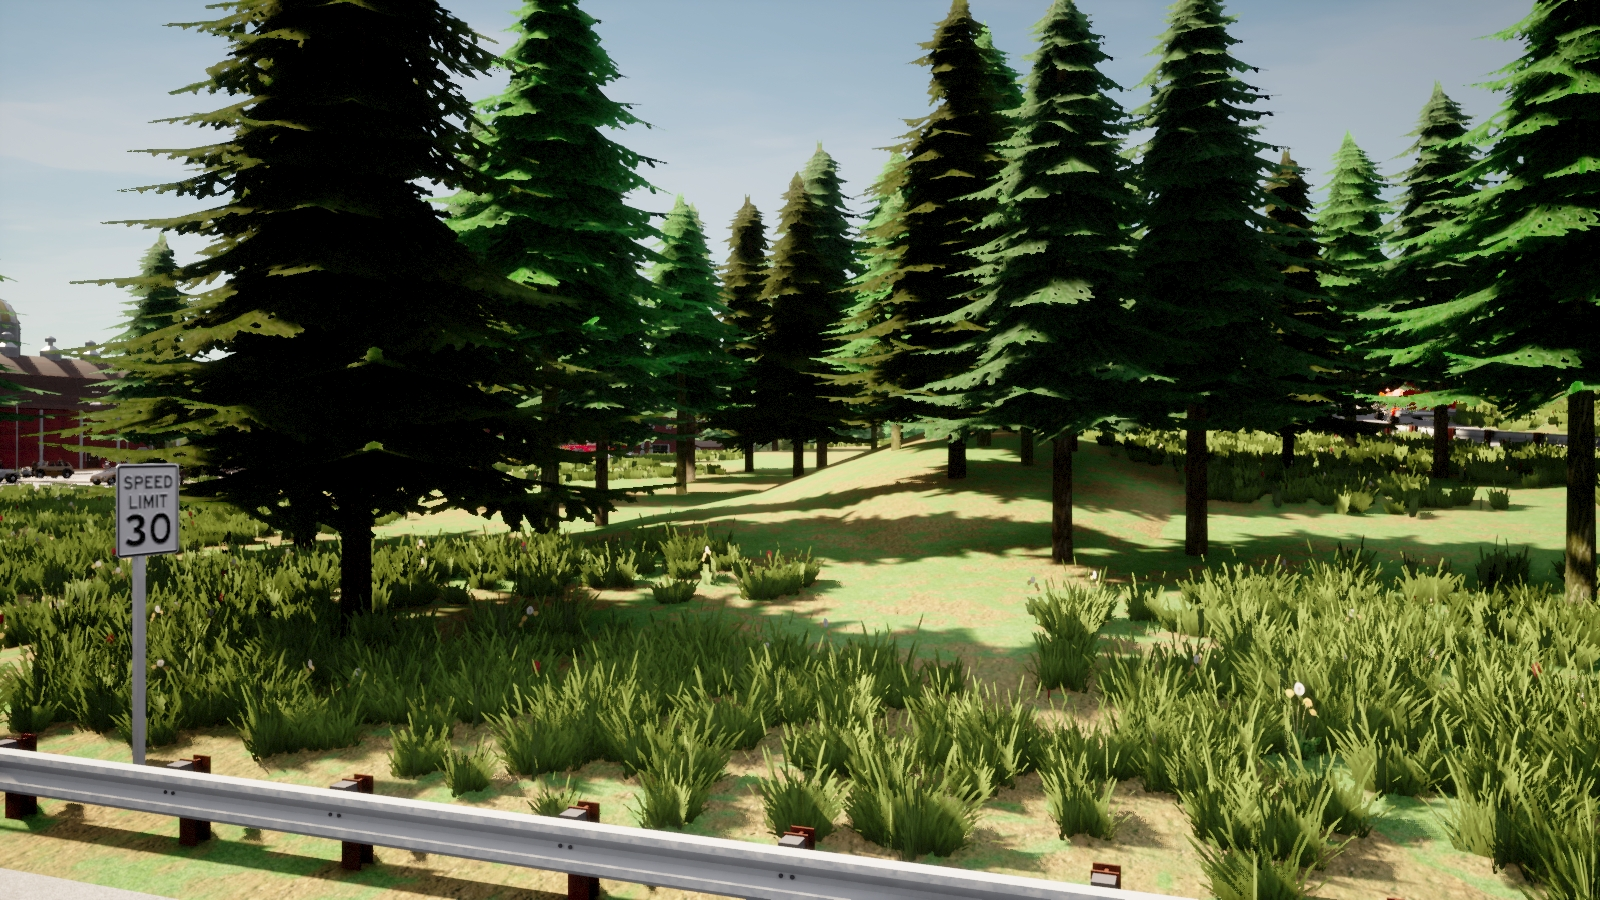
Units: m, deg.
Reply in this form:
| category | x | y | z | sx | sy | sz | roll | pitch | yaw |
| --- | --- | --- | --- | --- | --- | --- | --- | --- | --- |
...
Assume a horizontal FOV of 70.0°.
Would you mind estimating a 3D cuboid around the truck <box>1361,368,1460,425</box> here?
| category | x | y | z | sx | sy | sz | roll | pitch | yaw |
| --- | --- | --- | --- | --- | --- | --- | --- | --- | --- |
| truck | 28.927 | -2.599 | 54.352 | 2.627 | 2.467 | 5.204 | 0 | 5 | 10 |
